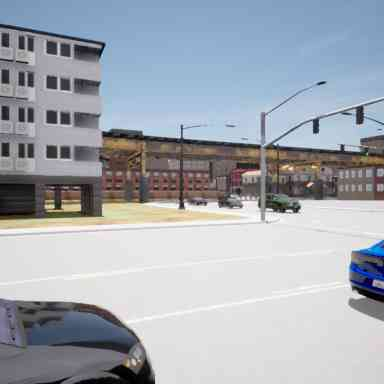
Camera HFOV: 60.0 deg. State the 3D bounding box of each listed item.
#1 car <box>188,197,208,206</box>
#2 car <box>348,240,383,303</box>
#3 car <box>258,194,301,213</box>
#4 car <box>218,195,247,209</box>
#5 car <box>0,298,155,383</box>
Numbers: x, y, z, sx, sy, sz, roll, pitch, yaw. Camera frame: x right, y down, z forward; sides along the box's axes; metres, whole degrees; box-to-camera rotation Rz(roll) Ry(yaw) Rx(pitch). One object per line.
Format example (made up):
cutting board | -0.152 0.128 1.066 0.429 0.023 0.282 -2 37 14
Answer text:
car | 0.858 1.547 55.887 2.033 1.411 5.357 0 0 -20
car | 5.560 1.478 6.910 5.008 1.535 1.882 0 0 -25
car | 9.651 1.222 37.283 2.150 2.045 5.566 0 0 -26
car | 5.278 1.526 46.437 1.812 1.442 4.674 0 0 -25
car | -2.418 1.564 2.758 4.181 1.385 1.994 0 0 -32
